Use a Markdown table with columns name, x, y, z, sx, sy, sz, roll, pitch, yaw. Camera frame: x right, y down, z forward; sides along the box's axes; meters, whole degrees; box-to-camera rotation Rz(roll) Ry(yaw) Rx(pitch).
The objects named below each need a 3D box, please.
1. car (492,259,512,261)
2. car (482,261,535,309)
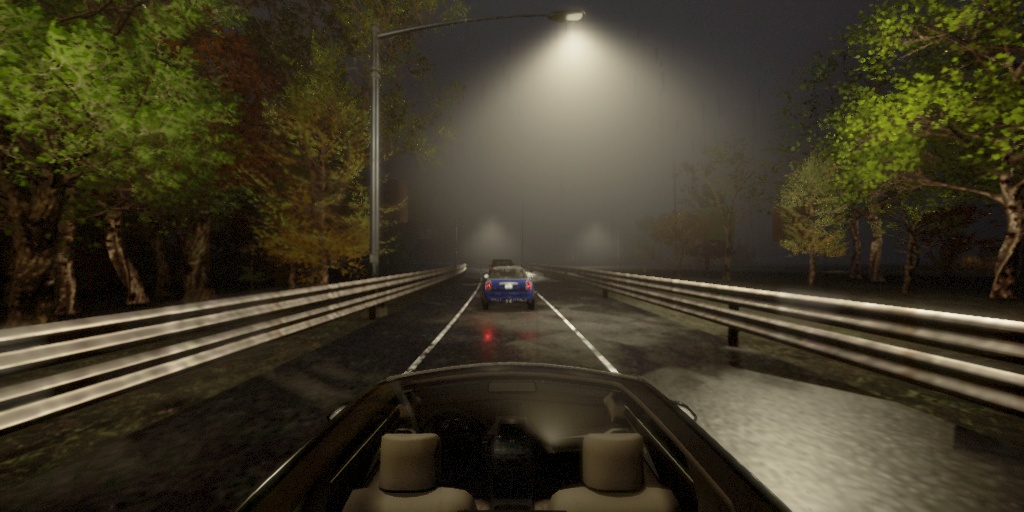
| name | x | y | z | sx | sy | sz | roll | pitch | yaw |
| --- | --- | --- | --- | --- | --- | --- | --- | --- | --- |
| car | -0.878 | 1.241 | 31.003 | 2.150 | 2.045 | 5.566 | 0 | 0 | -4 |
| car | -0.187 | 1.233 | 16.000 | 2.097 | 1.767 | 4.553 | 0 | -1 | -2 |
